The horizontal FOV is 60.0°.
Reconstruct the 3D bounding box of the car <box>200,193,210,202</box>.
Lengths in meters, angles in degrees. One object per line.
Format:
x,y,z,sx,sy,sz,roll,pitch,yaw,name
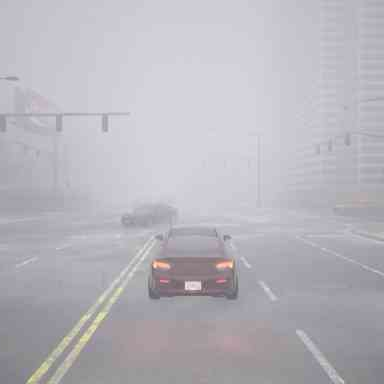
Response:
3.146,1.515,78.116,2.128,1.511,4.902,0,0,0,car

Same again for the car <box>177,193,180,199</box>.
-3.841,1.222,61.638,2.150,2.045,5.566,0,0,0,car

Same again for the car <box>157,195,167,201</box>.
-7.373,1.509,82.079,2.128,1.511,4.902,0,0,0,car

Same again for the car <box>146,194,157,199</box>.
-7.341,1.525,57.029,1.812,1.442,4.674,0,0,0,car

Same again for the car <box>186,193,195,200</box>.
-0.402,1.184,88.388,2.097,1.767,4.553,0,0,0,car

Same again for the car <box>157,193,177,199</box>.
-3.859,1.221,51.280,2.150,2.045,5.566,0,0,-4,car

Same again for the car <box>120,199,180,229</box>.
-2.706,1.477,21.810,1.882,1.535,5.008,-1,0,26,car

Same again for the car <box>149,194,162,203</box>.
-7.327,1.352,67.287,2.097,1.767,4.553,0,0,0,car

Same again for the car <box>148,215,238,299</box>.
0.028,1.526,8.307,1.812,1.442,4.674,0,0,0,car

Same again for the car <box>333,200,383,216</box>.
15.995,1.477,31.582,5.008,1.535,1.882,0,0,-1,car

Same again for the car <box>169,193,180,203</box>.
-3.826,1.225,72.066,2.150,2.045,5.566,0,0,0,car

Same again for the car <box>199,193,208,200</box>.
3.098,1.184,88.404,2.097,1.767,4.553,0,0,0,car

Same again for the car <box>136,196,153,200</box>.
-7.307,1.601,48.203,1.895,1.301,4.718,0,0,0,car

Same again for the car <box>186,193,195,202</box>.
-0.356,1.584,78.483,1.895,1.301,4.718,0,0,0,car
